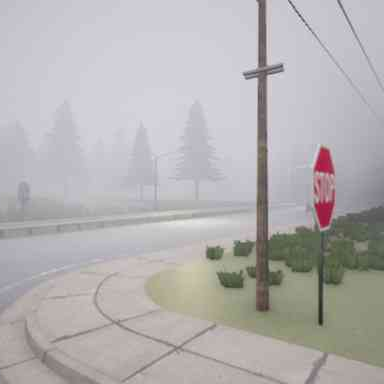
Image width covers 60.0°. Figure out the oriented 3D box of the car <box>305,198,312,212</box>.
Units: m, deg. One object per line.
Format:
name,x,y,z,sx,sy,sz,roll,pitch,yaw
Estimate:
car,14.360,1.360,37.228,2.097,1.767,4.553,0,0,37
